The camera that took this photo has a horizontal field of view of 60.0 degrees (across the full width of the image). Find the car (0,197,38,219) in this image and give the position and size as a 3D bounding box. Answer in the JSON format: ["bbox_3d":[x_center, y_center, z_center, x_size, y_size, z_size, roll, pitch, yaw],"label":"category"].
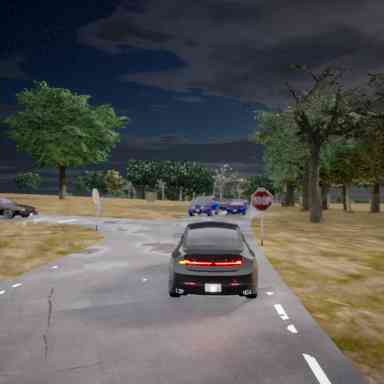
[{"bbox_3d":[-13.378,1.010,22.651,5.357,1.411,2.033,2,-1,8],"label":"car"}]

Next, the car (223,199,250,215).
[{"bbox_3d":[4.966,1.715,35.700,1.882,1.535,5.008,0,-1,15],"label":"car"}]

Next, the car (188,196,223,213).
[{"bbox_3d":[1.301,1.448,34.376,2.150,2.045,5.566,0,-1,16],"label":"car"}]

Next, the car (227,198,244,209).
[{"bbox_3d":[7.213,1.910,54.795,2.097,1.767,4.553,0,-1,16],"label":"car"}]

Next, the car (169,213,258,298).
[{"bbox_3d":[0.529,1.511,8.513,1.837,1.490,4.892,0,0,3],"label":"car"}]

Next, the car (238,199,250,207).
[{"bbox_3d":[10.578,2.263,67.184,1.882,1.535,5.008,0,-1,14],"label":"car"}]

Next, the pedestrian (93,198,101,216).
[{"bbox_3d":[-8.095,1.100,28.436,0.375,1.860,0.375,0,-4,7],"label":"pedestrian"}]

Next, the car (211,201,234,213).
[{"bbox_3d":[4.253,1.942,44.847,2.033,1.411,5.357,0,-1,17],"label":"car"}]
